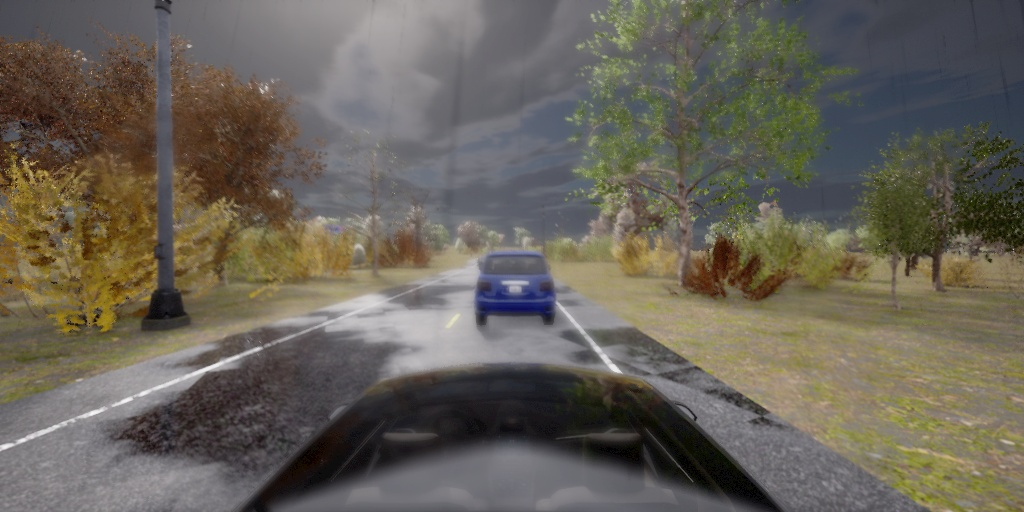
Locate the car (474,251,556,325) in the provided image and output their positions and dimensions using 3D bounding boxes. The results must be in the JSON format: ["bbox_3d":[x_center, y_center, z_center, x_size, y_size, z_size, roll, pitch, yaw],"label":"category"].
[{"bbox_3d":[0.089,0.857,11.376,2.150,2.045,5.566,0,1,0],"label":"car"}]

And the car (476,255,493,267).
[{"bbox_3d":[-3.684,0.658,48.846,2.128,1.511,4.902,0,1,-1],"label":"car"}]
